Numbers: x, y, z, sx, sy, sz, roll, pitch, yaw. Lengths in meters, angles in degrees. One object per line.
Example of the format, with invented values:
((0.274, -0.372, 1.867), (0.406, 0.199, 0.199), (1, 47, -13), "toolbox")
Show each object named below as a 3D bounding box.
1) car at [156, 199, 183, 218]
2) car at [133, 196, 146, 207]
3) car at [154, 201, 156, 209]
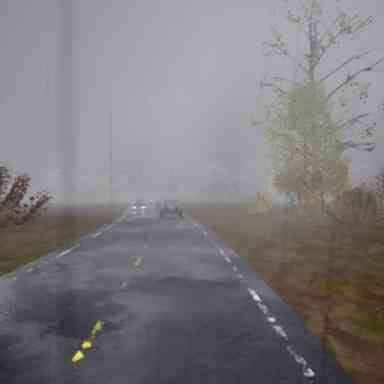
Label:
((-2.151, 1.504, 32.741), (2.097, 1.767, 4.553), (0, 0, -7), "car")
((-9.224, 1.789, 58.223), (1.837, 1.490, 4.892), (0, 0, -9), "car")
((-4.217, 1.699, 46.780), (1.882, 1.535, 5.008), (0, 0, -9), "car")
